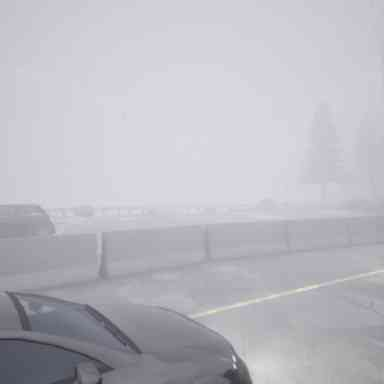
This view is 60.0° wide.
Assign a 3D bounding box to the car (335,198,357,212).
[{"bbox_3d":[18.563,1.483,37.808,4.892,1.490,1.837,0,0,-23],"label":"car"}]

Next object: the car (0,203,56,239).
[{"bbox_3d":[-8.622,1.309,14.889,4.553,1.767,2.097,0,0,-34],"label":"car"}]

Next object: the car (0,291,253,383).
[{"bbox_3d":[-1.488,1.556,2.579,4.181,1.385,1.994,0,0,-35],"label":"car"}]

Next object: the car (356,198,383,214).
[{"bbox_3d":[19.910,1.491,34.582,4.892,1.490,1.837,0,0,-23],"label":"car"}]
